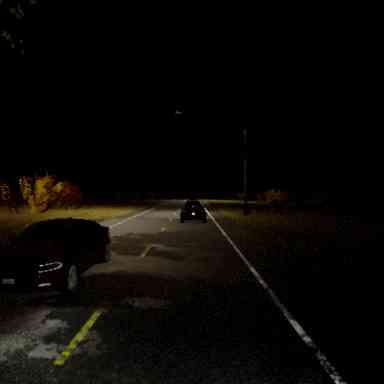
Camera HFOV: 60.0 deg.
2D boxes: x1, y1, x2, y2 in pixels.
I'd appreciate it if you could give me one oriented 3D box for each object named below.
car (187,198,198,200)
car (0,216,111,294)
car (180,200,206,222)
[{"bbox_3d":[0.107,1.519,42.747,1.837,1.490,4.892,0,0,0],"label":"car"},{"bbox_3d":[-3.595,1.478,9.023,1.882,1.535,5.008,0,0,0],"label":"car"},{"bbox_3d":[0.104,1.571,26.346,1.994,1.385,4.181,0,0,0],"label":"car"}]
